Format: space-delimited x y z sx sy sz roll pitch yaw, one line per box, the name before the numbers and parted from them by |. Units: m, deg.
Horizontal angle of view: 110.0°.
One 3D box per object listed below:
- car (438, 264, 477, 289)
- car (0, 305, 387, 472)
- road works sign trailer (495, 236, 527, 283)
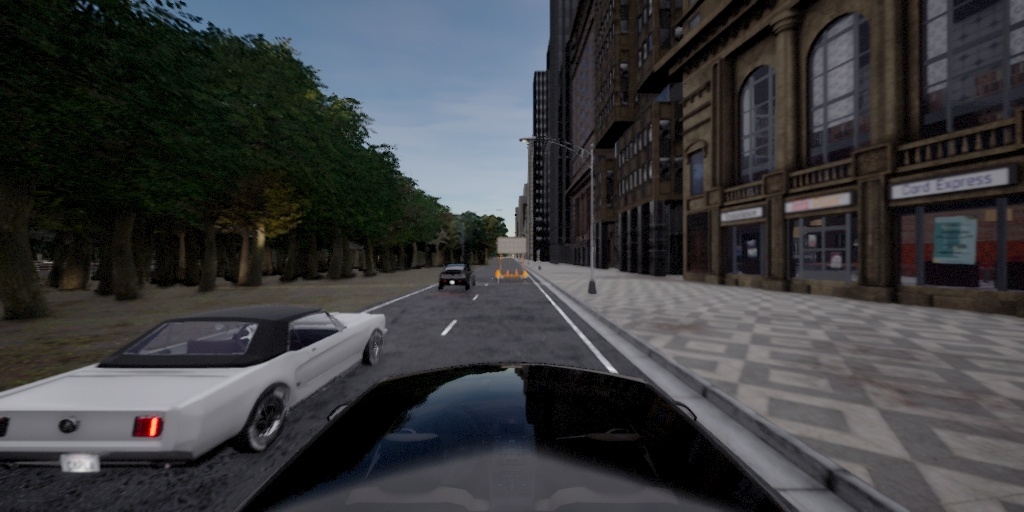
car | -3.398 1.255 22.797 1.837 1.490 4.892 0 0 0
car | -3.400 1.351 5.051 1.895 1.301 4.718 0 0 0
road works sign trailer | 0.000 0.220 27.795 2.380 3.560 2.880 0 0 0
